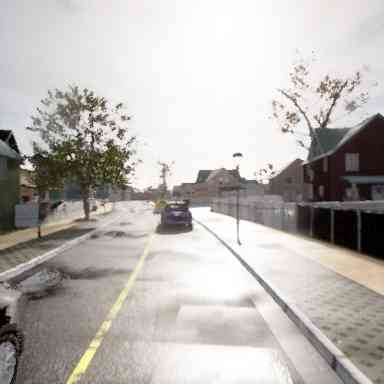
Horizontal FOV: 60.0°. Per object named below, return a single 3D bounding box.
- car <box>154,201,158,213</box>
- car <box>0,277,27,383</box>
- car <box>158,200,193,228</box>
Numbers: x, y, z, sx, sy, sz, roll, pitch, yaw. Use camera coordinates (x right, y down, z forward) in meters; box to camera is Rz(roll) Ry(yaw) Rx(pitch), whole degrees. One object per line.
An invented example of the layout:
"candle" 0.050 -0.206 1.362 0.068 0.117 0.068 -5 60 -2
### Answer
"car" -3.842 1.823 43.091 1.882 1.535 5.008 0 -1 -10
"car" -2.911 1.510 2.168 1.837 1.490 4.892 0 0 -1
"car" -1.153 1.466 23.231 2.097 1.767 4.553 0 -1 -5
